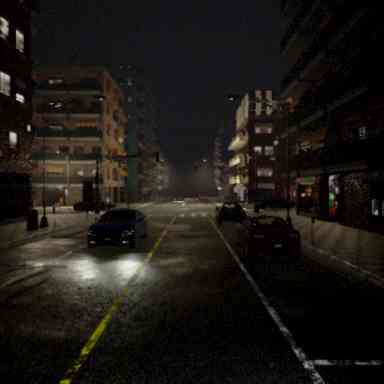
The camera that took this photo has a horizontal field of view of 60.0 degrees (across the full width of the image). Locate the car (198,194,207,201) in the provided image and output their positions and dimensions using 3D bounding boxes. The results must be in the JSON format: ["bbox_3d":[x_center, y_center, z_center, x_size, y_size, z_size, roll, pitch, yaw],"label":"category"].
[{"bbox_3d":[2.671,1.398,84.555,1.967,1.590,4.097,-1,0,0],"label":"car"}]

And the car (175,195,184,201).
[{"bbox_3d":[-3.006,1.483,80.178,2.128,1.511,4.902,0,0,0],"label":"car"}]

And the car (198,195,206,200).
[{"bbox_3d":[2.672,1.522,90.226,1.947,1.339,4.313,-1,0,0],"label":"car"}]

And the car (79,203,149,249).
[{"bbox_3d":[-3.093,1.466,14.684,1.882,1.535,5.008,0,0,0],"label":"car"}]

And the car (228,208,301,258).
[{"bbox_3d":[2.678,1.534,12.558,1.887,1.381,4.507,-1,0,0],"label":"car"}]

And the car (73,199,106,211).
[{"bbox_3d":[-11.503,1.614,39.611,5.008,1.535,1.882,1,1,0],"label":"car"}]

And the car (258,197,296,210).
[{"bbox_3d":[10.363,1.427,39.470,4.892,1.490,1.837,-1,1,0],"label":"car"}]

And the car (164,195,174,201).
[{"bbox_3d":[-5.674,1.485,78.750,1.752,1.417,4.829,-1,0,0],"label":"car"}]

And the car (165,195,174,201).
[{"bbox_3d":[-5.674,1.524,84.591,1.947,1.339,4.313,-1,0,0],"label":"car"}]

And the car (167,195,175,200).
[{"bbox_3d":[-5.675,1.482,90.092,1.752,1.417,4.829,-1,0,0],"label":"car"}]

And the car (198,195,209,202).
[{"bbox_3d":[2.672,1.401,73.213,1.967,1.590,4.097,-1,0,0],"label":"car"}]

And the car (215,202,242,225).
[{"bbox_3d":[2.676,1.422,23.927,1.967,1.590,4.097,-1,0,0],"label":"car"}]
